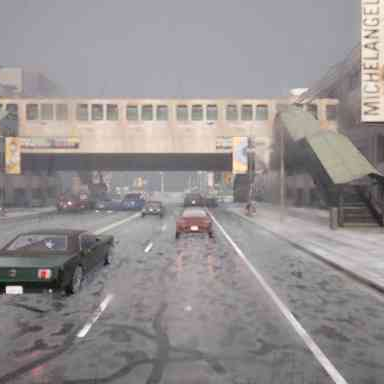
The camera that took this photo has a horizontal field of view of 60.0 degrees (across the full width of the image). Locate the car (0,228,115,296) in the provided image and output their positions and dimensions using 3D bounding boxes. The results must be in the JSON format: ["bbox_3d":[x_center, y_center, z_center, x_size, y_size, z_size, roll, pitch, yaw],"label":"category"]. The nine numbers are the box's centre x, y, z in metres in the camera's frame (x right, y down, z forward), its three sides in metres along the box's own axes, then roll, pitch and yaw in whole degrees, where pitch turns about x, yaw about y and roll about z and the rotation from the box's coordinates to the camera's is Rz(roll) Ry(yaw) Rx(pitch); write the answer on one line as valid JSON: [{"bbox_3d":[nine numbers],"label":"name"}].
[{"bbox_3d":[-3.387,1.587,8.588,1.895,1.301,4.718,0,0,0],"label":"car"}]

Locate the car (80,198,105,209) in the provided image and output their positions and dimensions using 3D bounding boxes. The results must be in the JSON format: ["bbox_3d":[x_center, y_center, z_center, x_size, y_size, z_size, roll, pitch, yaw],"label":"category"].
[{"bbox_3d":[-13.517,1.527,45.467,1.895,1.301,4.718,0,0,0],"label":"car"}]

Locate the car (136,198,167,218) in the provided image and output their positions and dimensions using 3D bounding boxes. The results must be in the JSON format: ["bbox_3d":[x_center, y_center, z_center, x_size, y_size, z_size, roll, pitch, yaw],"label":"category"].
[{"bbox_3d":[-3.352,1.506,29.738,2.033,1.411,5.357,0,0,0],"label":"car"}]

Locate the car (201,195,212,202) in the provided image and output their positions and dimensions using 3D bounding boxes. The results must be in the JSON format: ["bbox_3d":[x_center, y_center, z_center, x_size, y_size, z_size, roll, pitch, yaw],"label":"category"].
[{"bbox_3d":[3.172,1.384,73.860,2.097,1.535,5.008,0,0,0],"label":"car"}]

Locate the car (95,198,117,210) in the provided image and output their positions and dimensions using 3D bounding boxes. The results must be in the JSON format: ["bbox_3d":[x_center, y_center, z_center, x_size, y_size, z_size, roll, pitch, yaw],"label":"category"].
[{"bbox_3d":[-10.496,1.465,40.991,1.812,1.442,4.674,0,0,1],"label":"car"}]

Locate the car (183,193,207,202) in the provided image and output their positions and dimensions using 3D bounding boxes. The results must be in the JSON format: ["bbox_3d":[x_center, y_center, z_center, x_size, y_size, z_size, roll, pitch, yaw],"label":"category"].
[{"bbox_3d":[0.158,1.173,36.915,2.150,2.045,5.566,0,0,0],"label":"car"}]

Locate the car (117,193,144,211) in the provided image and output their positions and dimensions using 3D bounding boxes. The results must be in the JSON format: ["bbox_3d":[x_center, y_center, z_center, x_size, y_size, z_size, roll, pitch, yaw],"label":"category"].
[{"bbox_3d":[-7.010,1.165,39.936,2.150,2.045,5.566,0,0,1],"label":"car"}]

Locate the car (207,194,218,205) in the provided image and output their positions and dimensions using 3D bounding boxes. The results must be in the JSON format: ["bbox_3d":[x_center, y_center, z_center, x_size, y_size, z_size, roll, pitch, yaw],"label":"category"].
[{"bbox_3d":[3.239,1.408,56.659,2.231,1.521,4.892,0,0,10],"label":"car"}]

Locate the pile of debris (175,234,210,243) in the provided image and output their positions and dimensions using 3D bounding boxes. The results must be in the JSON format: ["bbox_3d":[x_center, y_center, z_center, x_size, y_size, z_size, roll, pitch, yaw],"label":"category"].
[{"bbox_3d":[0.023,2.155,15.534,1.500,0.140,1.860,0,0,0],"label":"pile of debris"}]

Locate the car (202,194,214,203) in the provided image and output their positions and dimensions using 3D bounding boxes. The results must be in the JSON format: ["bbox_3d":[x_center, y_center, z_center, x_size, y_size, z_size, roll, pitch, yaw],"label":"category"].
[{"bbox_3d":[3.298,1.268,67.434,2.185,1.767,4.553,0,0,0],"label":"car"}]

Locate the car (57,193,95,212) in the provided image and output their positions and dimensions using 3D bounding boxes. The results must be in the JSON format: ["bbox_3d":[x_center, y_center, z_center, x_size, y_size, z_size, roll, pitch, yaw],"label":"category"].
[{"bbox_3d":[-13.488,1.170,38.071,2.435,2.045,5.566,0,0,0],"label":"car"}]

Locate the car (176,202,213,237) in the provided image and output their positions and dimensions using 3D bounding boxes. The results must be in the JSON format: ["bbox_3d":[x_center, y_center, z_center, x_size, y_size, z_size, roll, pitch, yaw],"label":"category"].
[{"bbox_3d":[0.125,1.501,17.600,1.812,1.442,4.674,0,0,0],"label":"car"}]
